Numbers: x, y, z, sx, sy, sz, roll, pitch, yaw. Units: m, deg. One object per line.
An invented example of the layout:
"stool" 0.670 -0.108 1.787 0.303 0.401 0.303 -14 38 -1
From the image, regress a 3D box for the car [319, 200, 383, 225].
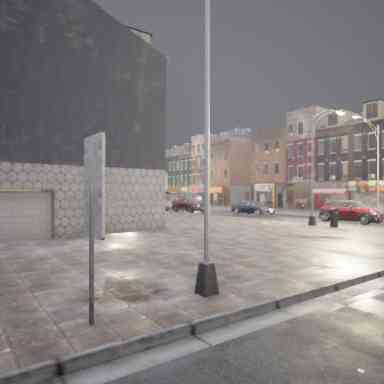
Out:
"car" 11.833 1.397 24.552 2.097 1.767 4.553 0 0 -36

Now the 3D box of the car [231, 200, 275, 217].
"car" 5.932 1.571 32.782 2.128 1.511 4.902 0 0 -35

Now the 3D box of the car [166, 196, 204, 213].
"car" -0.363 1.411 37.244 2.192 1.841 5.009 0 0 -35

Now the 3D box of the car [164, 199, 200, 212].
"car" -1.346 1.673 43.026 2.033 1.411 5.357 0 0 -35
